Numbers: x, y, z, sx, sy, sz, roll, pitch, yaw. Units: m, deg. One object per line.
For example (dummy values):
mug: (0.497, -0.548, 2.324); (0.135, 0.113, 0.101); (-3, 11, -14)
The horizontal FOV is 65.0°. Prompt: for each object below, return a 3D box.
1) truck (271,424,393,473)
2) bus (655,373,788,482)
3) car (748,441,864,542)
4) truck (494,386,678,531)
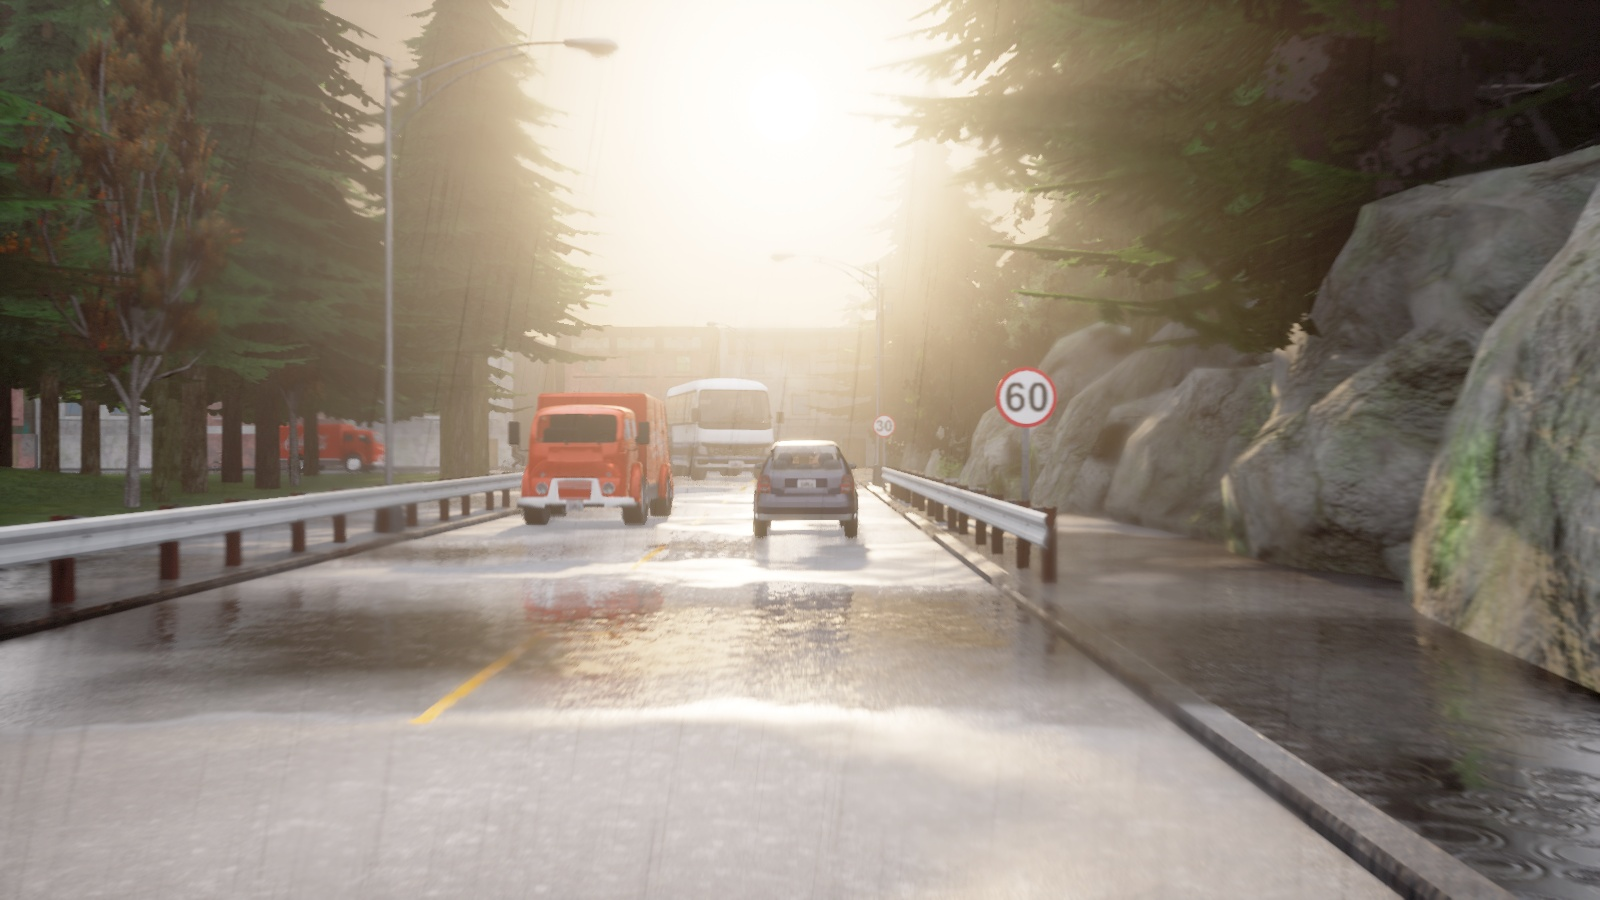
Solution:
truck: (-23.702, -0.082, 63.743); (5.204, 2.467, 2.627); (0, 0, 0)
bus: (-3.651, -0.908, 54.536); (3.944, 4.253, 10.273); (0, 0, -14)
car: (0.092, 0.619, 21.163); (1.789, 1.549, 3.705); (0, 0, 0)
truck: (-3.904, 0.139, 24.004); (2.627, 2.467, 5.204); (0, 0, 0)
